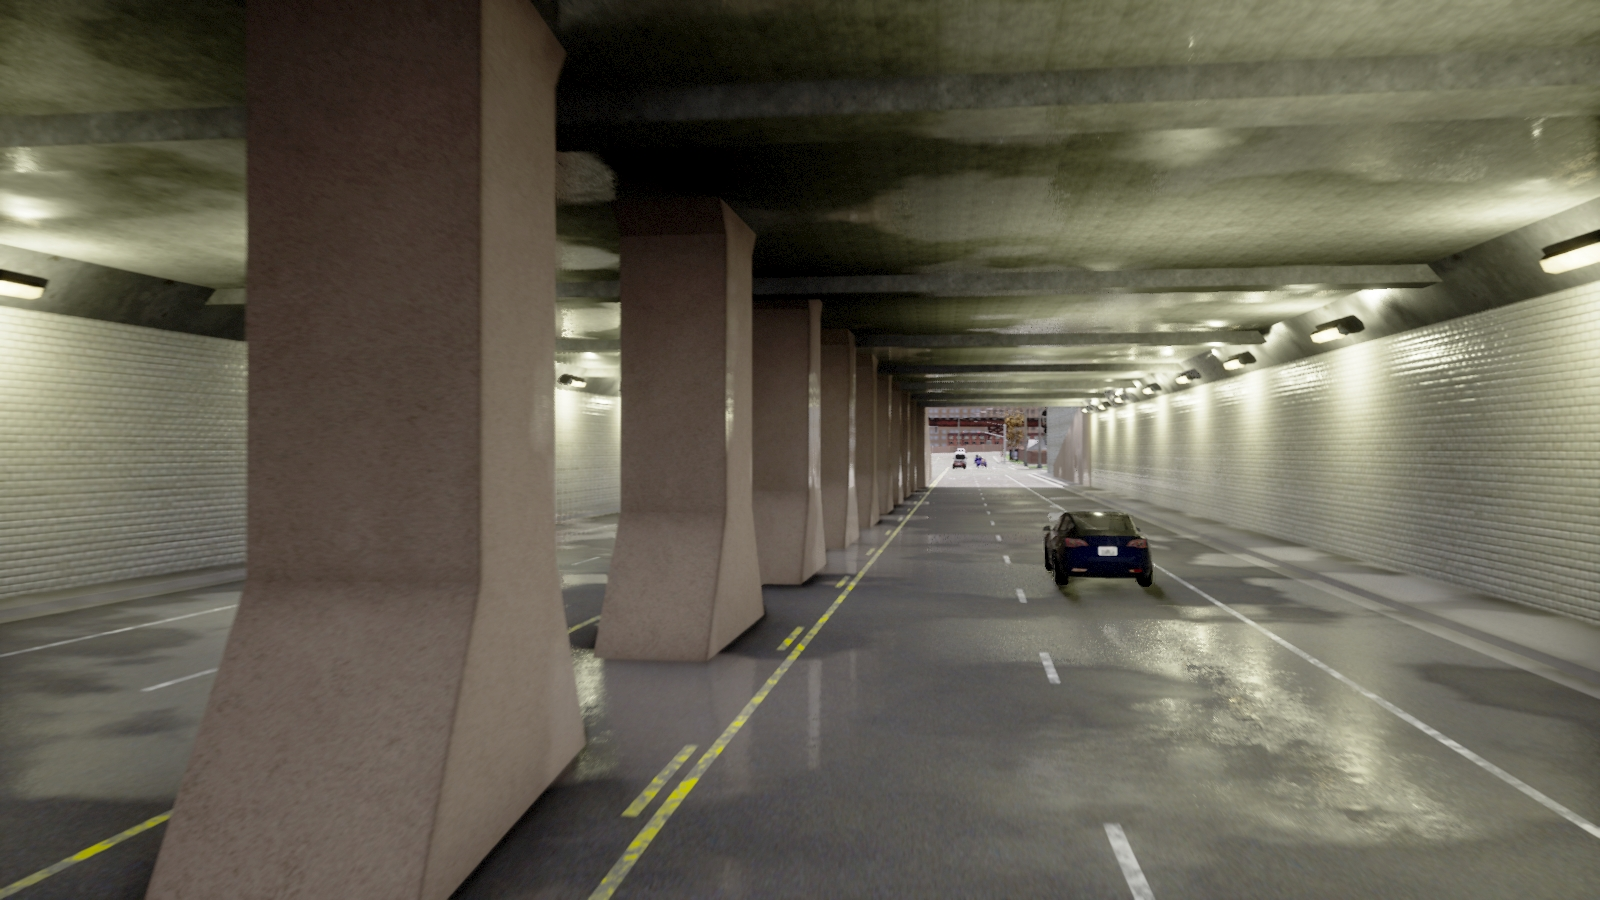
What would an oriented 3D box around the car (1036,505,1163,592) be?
[{"bbox_3d":[6.440,2.064,25.097,2.163,1.488,4.792,0,0,8],"label":"car"}]
